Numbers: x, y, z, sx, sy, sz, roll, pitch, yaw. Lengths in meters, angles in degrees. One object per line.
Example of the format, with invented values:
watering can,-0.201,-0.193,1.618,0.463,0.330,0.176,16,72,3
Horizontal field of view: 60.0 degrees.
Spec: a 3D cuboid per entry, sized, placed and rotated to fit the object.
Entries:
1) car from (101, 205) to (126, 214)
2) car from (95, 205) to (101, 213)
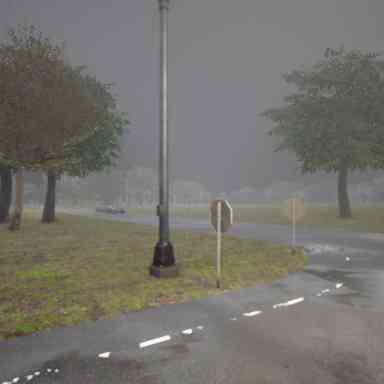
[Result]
car,-12.990,3.009,56.171,2.033,1.411,5.357,2,-2,-34
car,-16.434,3.126,61.311,1.994,1.385,4.181,2,-2,-33
